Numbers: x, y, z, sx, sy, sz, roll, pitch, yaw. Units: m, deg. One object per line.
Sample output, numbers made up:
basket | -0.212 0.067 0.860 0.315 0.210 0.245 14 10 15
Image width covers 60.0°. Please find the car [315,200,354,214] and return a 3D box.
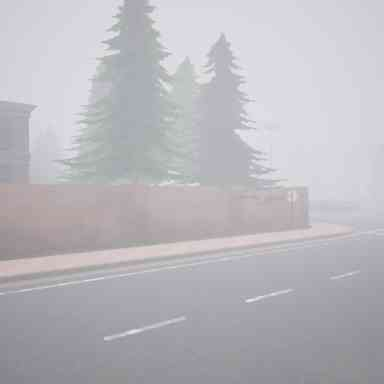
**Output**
car | 14.833 1.547 36.600 2.033 1.411 5.357 0 0 -35

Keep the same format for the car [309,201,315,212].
car | 10.572 1.505 36.562 1.837 1.490 4.892 0 0 -35
